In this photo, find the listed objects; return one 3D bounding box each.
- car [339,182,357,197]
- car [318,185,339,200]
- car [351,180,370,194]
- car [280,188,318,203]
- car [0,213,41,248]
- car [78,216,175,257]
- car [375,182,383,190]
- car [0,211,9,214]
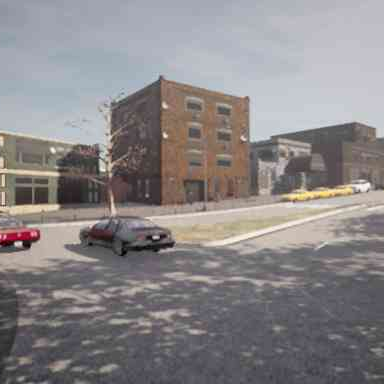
[{"bbox_3d":[21.434,-0.178,48.354,5.366,1.575,1.946,-4,2,-40],"label":"car"},{"bbox_3d":[17.217,0.137,44.798,5.366,1.575,1.946,-4,2,-40],"label":"car"},{"bbox_3d":[25.856,-0.757,52.083,5.566,2.045,2.435,-4,2,-40],"label":"car"},{"bbox_3d":[12.996,0.456,41.251,5.366,1.575,1.946,-4,2,-40],"label":"car"},{"bbox_3d":[-8.770,1.790,14.621,4.718,1.301,1.895,-1,0,35],"label":"car"},{"bbox_3d":[-2.913,1.705,13.900,2.033,1.411,5.357,0,-1,-40],"label":"car"},{"bbox_3d":[34.297,-1.107,59.206,4.792,1.488,2.163,-4,2,-40],"label":"car"},{"bbox_3d":[-12.040,1.813,19.664,4.181,1.385,1.994,-1,0,21],"label":"car"}]
